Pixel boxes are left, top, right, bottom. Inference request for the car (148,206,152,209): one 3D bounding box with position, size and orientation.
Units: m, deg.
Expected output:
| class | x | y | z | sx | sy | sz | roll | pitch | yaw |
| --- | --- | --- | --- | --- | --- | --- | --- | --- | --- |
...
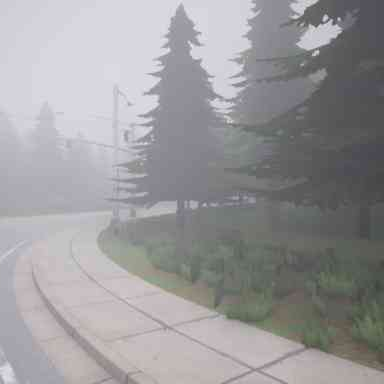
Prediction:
| class | x | y | z | sx | sy | sz | roll | pitch | yaw |
| --- | --- | --- | --- | --- | --- | --- | --- | --- | --- |
| car | -6.778 | 1.450 | 41.047 | 2.128 | 1.511 | 4.902 | 0 | 0 | 28 |
